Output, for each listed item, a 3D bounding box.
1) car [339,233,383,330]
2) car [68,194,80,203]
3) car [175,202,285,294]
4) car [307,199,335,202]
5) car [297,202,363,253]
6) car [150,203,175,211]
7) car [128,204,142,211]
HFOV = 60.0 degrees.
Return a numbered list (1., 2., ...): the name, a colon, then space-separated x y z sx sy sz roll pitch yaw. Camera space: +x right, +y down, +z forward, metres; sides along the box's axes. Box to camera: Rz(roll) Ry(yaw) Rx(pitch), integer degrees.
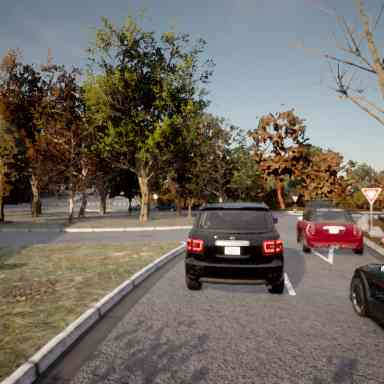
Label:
1. car: 3.855 1.572 4.715 1.994 1.385 4.181 0 0 7
2. car: -31.236 2.001 86.943 1.946 1.575 5.366 0 2 -11
3. car: 1.211 1.269 9.167 2.150 2.045 5.566 0 -1 9
4. car: 9.181 1.507 23.457 2.150 2.045 5.566 -1 -1 25
5. car: 5.612 1.449 14.010 2.097 1.767 4.553 0 -1 14
6. car: -4.188 2.647 56.938 4.892 1.490 1.837 -1 -2 26
7. car: -8.912 2.784 60.697 5.357 1.411 2.033 0 -1 1
